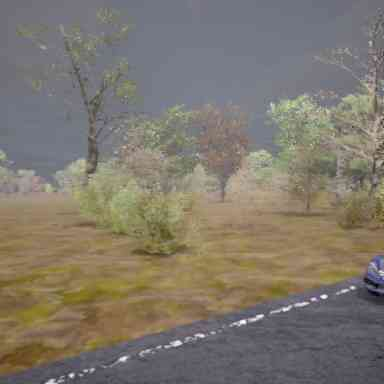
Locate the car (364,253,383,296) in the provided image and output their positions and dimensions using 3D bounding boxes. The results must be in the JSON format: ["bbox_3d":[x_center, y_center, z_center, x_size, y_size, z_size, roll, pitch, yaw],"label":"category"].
[{"bbox_3d":[5.764,1.521,7.473,4.674,1.442,1.812,0,0,-36],"label":"car"}]
